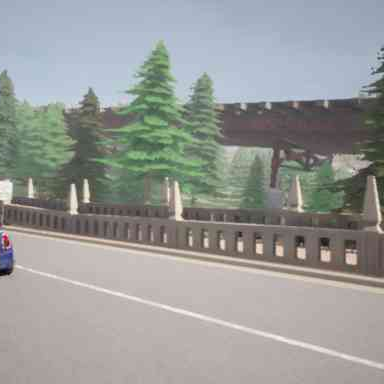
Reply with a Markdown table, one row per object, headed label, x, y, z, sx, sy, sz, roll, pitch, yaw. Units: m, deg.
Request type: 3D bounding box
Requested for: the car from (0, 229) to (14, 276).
| label | x | y | z | sx | sy | sz | roll | pitch | yaw |
| --- | --- | --- | --- | --- | --- | --- | --- | --- | --- |
| car | -6.720 | 1.259 | 8.792 | 4.553 | 1.767 | 2.097 | 1 | 0 | 36 |
